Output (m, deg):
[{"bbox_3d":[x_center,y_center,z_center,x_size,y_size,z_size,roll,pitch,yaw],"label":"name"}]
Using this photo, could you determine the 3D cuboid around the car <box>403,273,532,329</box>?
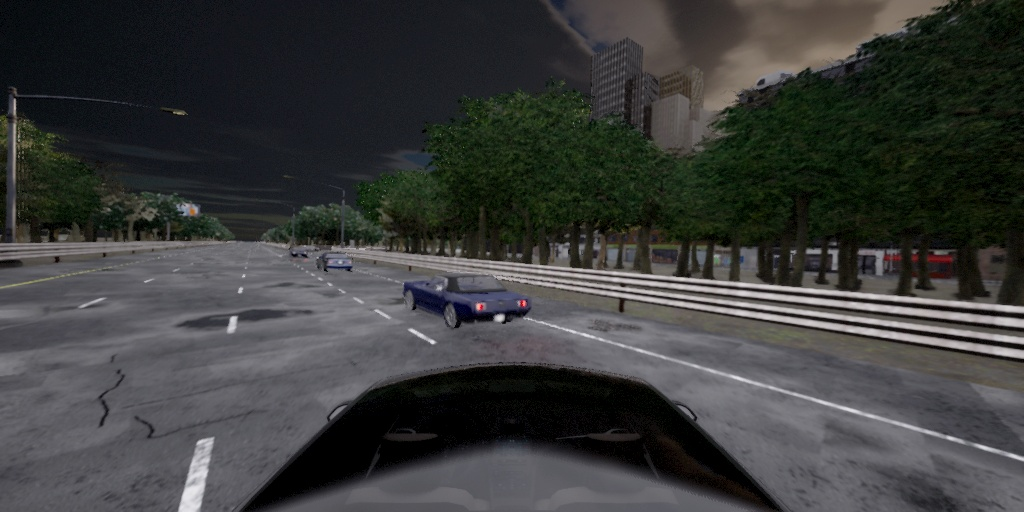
[{"bbox_3d":[-1.581,1.143,10.517,1.895,1.301,4.718,1,1,-36],"label":"car"}]

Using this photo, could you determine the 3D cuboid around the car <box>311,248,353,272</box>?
[{"bbox_3d":[-13.258,0.400,26.665,2.033,1.411,5.357,1,1,-36],"label":"car"}]

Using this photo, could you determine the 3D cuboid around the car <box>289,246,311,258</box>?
[{"bbox_3d":[-28.448,-0.446,47.741,1.895,1.301,4.718,1,1,-35],"label":"car"}]
